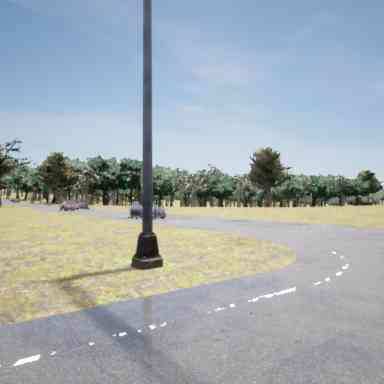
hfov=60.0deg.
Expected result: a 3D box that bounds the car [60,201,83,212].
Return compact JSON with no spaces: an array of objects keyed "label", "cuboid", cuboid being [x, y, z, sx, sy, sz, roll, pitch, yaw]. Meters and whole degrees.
[{"label":"car","cuboid":[-19.555,2.210,53.094,2.097,1.767,4.553,3,-3,-35]}]

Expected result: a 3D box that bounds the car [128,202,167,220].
[{"label":"car","cuboid":[-4.268,1.688,31.727,2.097,1.767,4.553,3,-3,-36]}]

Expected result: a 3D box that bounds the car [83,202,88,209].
[{"label":"car","cuboid":[-23.547,2.939,70.545,2.128,1.511,4.902,3,-2,-36]}]
